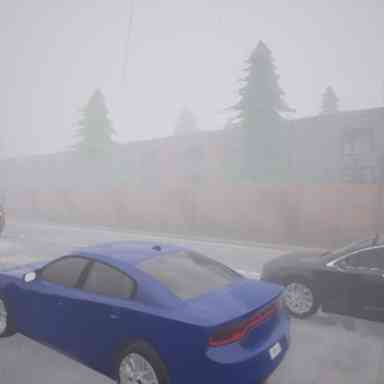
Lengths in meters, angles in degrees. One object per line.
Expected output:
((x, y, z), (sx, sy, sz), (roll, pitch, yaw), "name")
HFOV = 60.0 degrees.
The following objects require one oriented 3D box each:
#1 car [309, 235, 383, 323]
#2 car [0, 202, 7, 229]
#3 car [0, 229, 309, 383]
((3.606, 1.502, 5.768), (4.892, 1.490, 1.837), (0, 0, 36), "car")
((-11.788, 1.233, 17.277), (5.566, 2.045, 2.150), (0, 0, 37), "car")
((-1.130, 1.479, 4.911), (5.008, 1.535, 1.882), (0, 0, 36), "car")
